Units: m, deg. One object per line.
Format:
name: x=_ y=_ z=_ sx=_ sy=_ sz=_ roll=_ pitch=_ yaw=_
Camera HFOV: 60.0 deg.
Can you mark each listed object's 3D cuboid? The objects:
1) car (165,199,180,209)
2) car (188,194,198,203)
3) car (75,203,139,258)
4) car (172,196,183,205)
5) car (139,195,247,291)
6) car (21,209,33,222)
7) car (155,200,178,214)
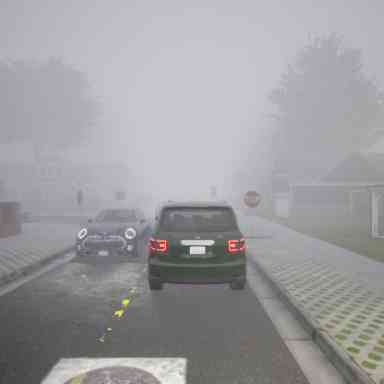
car: x=-2.723 y=1.690 z=47.792 sx=1.895 sy=1.301 sz=4.718 roll=0 pitch=0 yaw=0
car: x=0.202 y=1.428 z=78.620 sx=2.150 sy=2.045 sz=5.566 roll=0 pitch=0 yaw=0
car: x=-2.815 y=1.365 z=12.833 sx=2.097 sy=1.767 sz=4.553 roll=0 pitch=0 yaw=0
car: x=-2.654 y=1.611 z=62.365 sx=1.882 sy=1.535 sz=5.008 roll=0 pitch=0 yaw=1
car: x=0.121 y=1.229 z=9.144 sx=2.150 sy=2.045 sz=5.566 roll=0 pitch=0 yaw=0
car: x=-13.585 y=1.405 z=23.165 sx=4.674 sy=1.442 sz=1.812 roll=1 pitch=0 yaw=0
car: x=-2.762 y=1.628 z=36.679 sx=1.994 sy=1.385 sz=4.181 roll=0 pitch=0 yaw=3
